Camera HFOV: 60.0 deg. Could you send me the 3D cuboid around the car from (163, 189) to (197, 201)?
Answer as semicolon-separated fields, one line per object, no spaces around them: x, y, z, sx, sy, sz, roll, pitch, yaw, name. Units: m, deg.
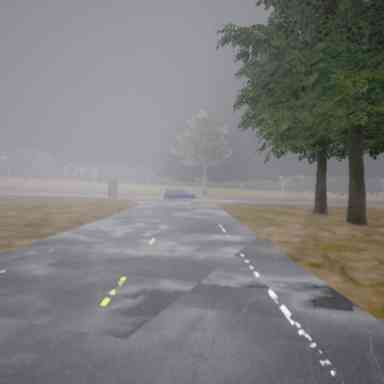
-1.929;0.472;54.967;5.566;2.045;2.150;1;1;1;car
